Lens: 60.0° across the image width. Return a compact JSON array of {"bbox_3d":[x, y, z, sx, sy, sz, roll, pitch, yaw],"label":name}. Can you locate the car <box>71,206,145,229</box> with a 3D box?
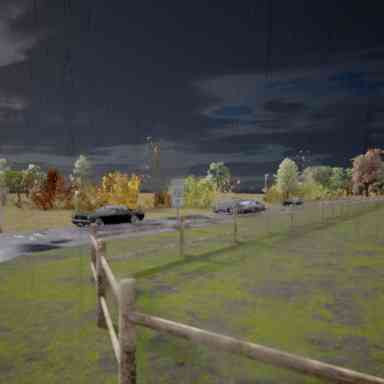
[{"bbox_3d":[-5.267,1.551,21.251,1.895,1.301,4.718,0,0,36],"label":"car"}]

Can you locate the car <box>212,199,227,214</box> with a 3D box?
[{"bbox_3d":[3.923,1.425,34.010,1.837,1.490,4.892,0,0,36],"label":"car"}]

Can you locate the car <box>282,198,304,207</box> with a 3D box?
[{"bbox_3d":[14.962,1.552,49.185,1.895,1.301,4.718,0,0,36],"label":"car"}]

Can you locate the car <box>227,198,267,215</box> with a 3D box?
[{"bbox_3d":[5.441,1.452,31.084,1.812,1.442,4.674,0,0,36],"label":"car"}]
